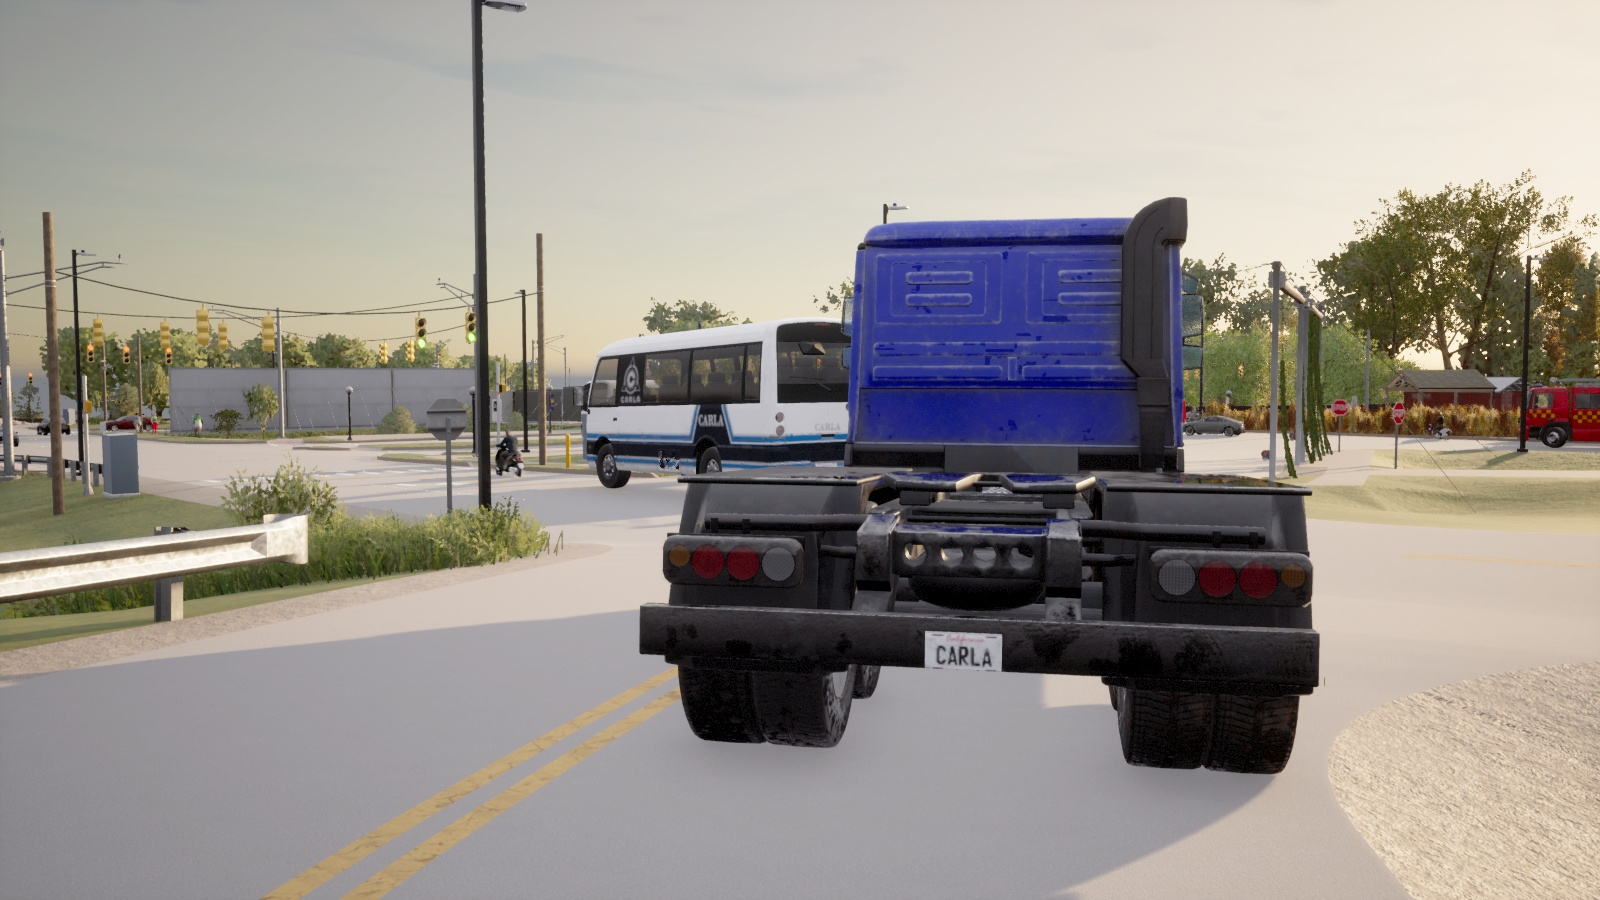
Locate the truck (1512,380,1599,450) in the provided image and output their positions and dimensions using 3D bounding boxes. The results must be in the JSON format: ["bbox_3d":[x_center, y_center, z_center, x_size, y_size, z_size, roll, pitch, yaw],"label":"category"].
[{"bbox_3d":[44.258,-1.949,69.241,8.468,3.827,2.891,1,3,26],"label":"truck"}]

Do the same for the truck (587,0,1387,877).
[{"bbox_3d":[1.377,-0.288,8.546,2.891,3.462,7.936,1,1,11],"label":"truck"}]

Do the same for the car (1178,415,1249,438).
[{"bbox_3d":[28.313,-1.623,86.093,4.181,1.385,1.994,2,4,37],"label":"car"}]

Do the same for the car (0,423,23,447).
[{"bbox_3d":[-52.941,-1.006,82.920,2.033,1.411,5.357,-3,3,-39],"label":"car"}]

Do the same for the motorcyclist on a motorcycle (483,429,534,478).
[{"bbox_3d":[-9.822,0.091,42.310,0.866,1.590,1.817,-3,3,-41],"label":"motorcyclist on a motorcycle"}]

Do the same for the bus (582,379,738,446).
[{"bbox_3d":[-9.438,-2.702,86.009,10.273,4.253,3.944,-4,4,-44],"label":"bus"}]

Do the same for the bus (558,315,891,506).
[{"bbox_3d":[-2.402,-1.042,33.243,3.944,4.253,10.273,-2,2,-35],"label":"bus"}]
